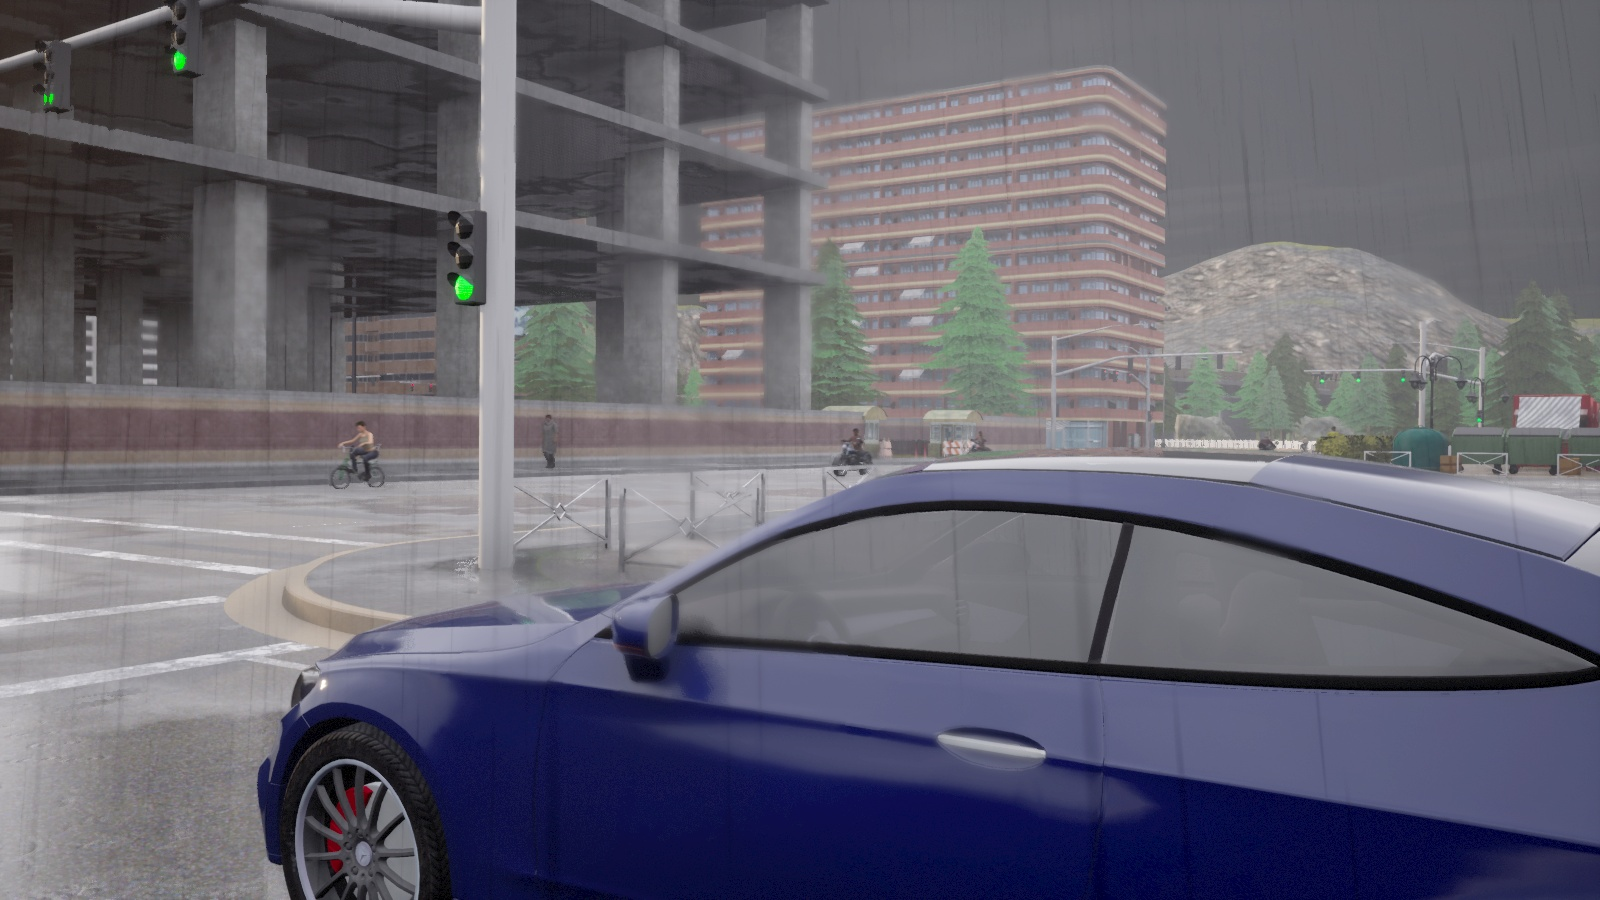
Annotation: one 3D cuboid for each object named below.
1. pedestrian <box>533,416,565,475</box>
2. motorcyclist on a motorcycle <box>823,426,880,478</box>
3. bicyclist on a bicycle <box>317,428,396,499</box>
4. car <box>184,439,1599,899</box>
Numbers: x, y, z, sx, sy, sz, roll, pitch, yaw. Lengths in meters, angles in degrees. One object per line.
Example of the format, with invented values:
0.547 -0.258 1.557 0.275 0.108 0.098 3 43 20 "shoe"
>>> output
-8.437 -0.163 42.214 0.659 1.952 0.873 0 1 26 "pedestrian"
1.717 0.046 41.391 0.766 1.649 2.350 0 1 33 "motorcyclist on a motorcycle"
-10.372 0.305 29.405 0.866 1.612 1.509 0 1 34 "bicyclist on a bicycle"
0.620 0.708 3.212 4.674 1.442 1.812 0 1 34 "car"
